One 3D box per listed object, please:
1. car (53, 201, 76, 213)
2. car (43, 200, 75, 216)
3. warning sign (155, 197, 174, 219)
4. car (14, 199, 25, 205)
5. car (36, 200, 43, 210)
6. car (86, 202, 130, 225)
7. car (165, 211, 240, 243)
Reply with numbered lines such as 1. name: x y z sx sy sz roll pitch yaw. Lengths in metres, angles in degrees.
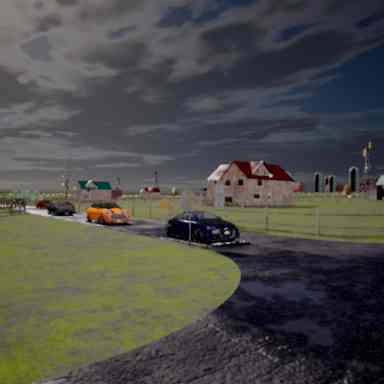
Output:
1. car: -18.032 2.068 46.874 1.812 1.442 4.674 1 -1 -36
2. car: -14.852 1.922 37.493 2.033 1.411 5.357 1 -1 -36
3. warning sign: -2.456 1.428 29.455 1.300 1.860 1.060 2 -1 -36
4. car: -42.449 2.455 81.957 2.097 1.767 4.553 1 -2 -36
5. car: -25.212 2.170 56.753 1.882 1.535 5.008 1 -2 -36
6. car: -6.643 1.564 26.181 2.097 1.767 4.553 1 -1 -36
7. car: 0.413 1.636 16.358 1.994 1.385 4.181 1 -1 -35
